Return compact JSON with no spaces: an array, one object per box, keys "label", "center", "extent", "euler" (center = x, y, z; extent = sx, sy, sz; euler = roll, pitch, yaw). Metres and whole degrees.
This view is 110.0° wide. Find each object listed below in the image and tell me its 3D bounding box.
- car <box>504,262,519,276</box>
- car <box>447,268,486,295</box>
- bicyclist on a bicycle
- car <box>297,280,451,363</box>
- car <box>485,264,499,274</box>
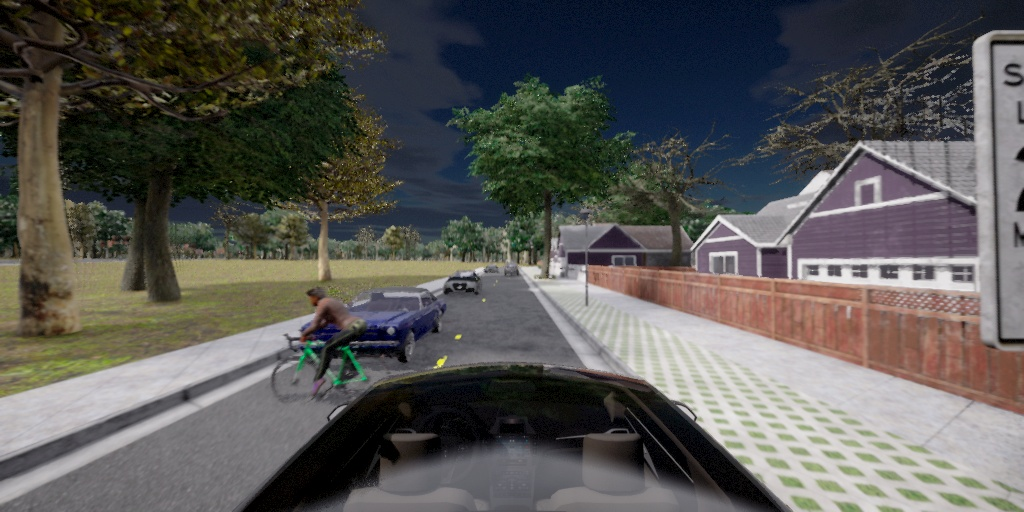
[{"label":"car","center":[-0.021,1.753,46.701],"extent":[2.128,1.511,4.902],"euler":[0,0,0]},{"label":"car","center":[-2.869,1.562,21.701],"extent":[1.994,1.385,4.181],"euler":[0,-1,0]},{"label":"bicyclist on a bicycle","center":[-2.505,1.243,4.927],"extent":[1.656,1.620,0.582],"euler":[-2,-1,0]},{"label":"car","center":[-2.860,1.435,8.470],"extent":[1.895,1.301,4.718],"euler":[0,-1,0]},{"label":"car","center":[-2.926,1.872,51.959],"extent":[1.994,1.385,4.181],"euler":[0,-1,0]}]
